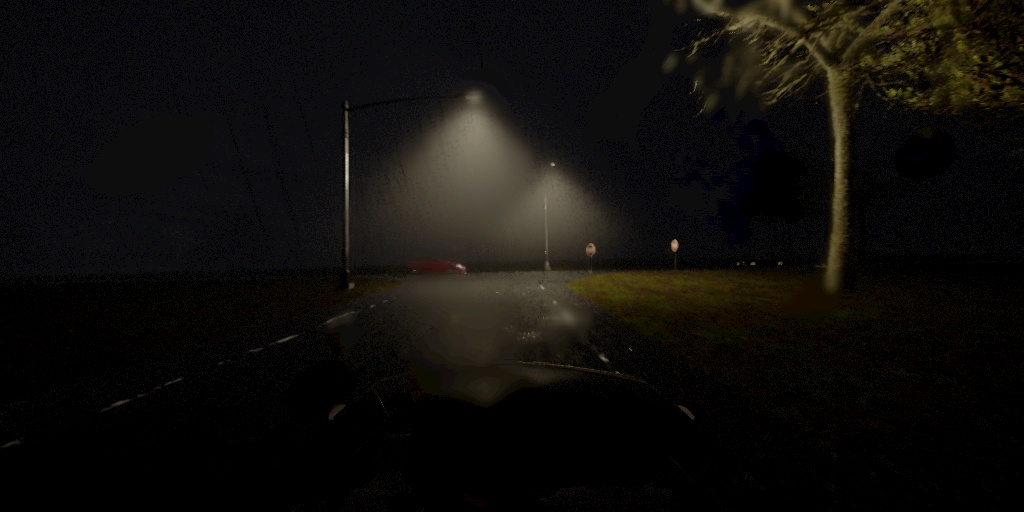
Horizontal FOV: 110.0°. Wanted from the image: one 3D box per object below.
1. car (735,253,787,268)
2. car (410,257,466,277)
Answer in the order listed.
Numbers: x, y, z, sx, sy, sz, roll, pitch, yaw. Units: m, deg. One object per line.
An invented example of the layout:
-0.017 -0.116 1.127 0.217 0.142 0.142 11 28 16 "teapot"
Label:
26.202 0.505 37.775 4.892 1.490 1.837 -3 -2 -1 "car"
-6.179 0.849 30.264 4.553 1.767 2.097 0 0 0 "car"
